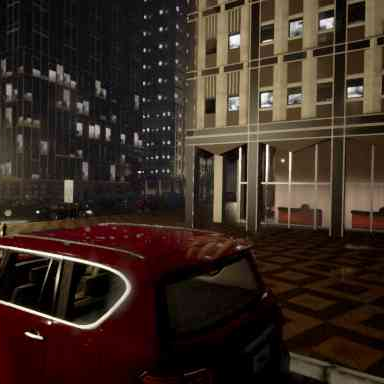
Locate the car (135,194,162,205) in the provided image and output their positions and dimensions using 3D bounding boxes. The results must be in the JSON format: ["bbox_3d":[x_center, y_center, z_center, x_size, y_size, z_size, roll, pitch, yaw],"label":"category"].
[{"bbox_3d":[-6.561,1.107,50.563,1.967,1.590,4.097,2,1,30],"label":"car"}]

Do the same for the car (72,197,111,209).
[{"bbox_3d":[-12.257,1.299,40.793,1.947,1.339,4.313,2,1,30],"label":"car"}]

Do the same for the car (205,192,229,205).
[{"bbox_3d":[3.606,1.246,51.370,1.967,1.590,4.097,2,1,30],"label":"car"}]

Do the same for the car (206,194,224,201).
[{"bbox_3d":[4.824,1.079,70.109,1.887,1.381,4.507,2,1,30],"label":"car"}]

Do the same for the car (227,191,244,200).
[{"bbox_3d":[10.523,0.783,79.877,2.192,1.841,5.009,2,1,30],"label":"car"}]

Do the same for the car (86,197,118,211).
[{"bbox_3d":[-10.597,1.357,38.518,1.994,1.385,4.181,1,1,30],"label":"car"}]

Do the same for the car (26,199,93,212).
[{"bbox_3d":[-10.620,1.537,26.958,1.947,1.339,4.313,2,1,30],"label":"car"}]

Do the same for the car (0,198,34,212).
[{"bbox_3d":[-15.599,1.356,29.923,1.837,1.490,4.892,1,1,30],"label":"car"}]

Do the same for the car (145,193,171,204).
[{"bbox_3d":[-5.490,1.260,47.264,1.812,1.442,4.674,1,1,31],"label":"car"}]

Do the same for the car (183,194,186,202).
[{"bbox_3d":[-0.867,1.041,60.335,1.967,1.590,4.097,2,1,30],"label":"car"}]

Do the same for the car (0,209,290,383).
[{"bbox_3d":[-1.420,1.314,3.866,5.009,1.841,2.192,0,1,36],"label":"car"}]

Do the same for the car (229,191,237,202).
[{"bbox_3d":[7.594,0.901,63.361,2.150,2.045,5.566,1,1,30],"label":"car"}]

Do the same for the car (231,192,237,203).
[{"bbox_3d":[9.380,1.264,61.283,1.752,1.417,4.829,2,1,30],"label":"car"}]

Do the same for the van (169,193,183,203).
[{"bbox_3d":[-3.712,0.975,55.447,1.690,1.788,3.998,2,1,30],"label":"van"}]

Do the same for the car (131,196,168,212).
[{"bbox_3d":[-4.931,1.487,36.724,1.802,1.307,4.206,2,1,30],"label":"car"}]
